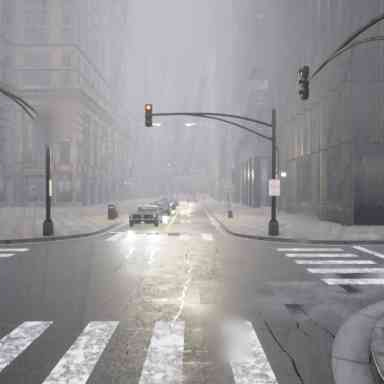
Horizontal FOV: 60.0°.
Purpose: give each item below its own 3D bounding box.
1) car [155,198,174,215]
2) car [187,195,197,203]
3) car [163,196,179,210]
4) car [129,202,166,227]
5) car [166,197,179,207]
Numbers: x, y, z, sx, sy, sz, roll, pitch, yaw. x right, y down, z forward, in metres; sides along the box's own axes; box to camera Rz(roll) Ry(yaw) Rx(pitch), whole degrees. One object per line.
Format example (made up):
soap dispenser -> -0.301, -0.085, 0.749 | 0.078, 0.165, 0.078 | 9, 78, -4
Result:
car -> -3.115, 1.564, 33.082 | 1.994, 1.385, 4.181 | 0, 0, 0
car -> 0.055, 1.365, 69.613 | 2.097, 1.767, 4.553 | 0, 0, 0
car -> -3.124, 1.354, 43.083 | 2.097, 1.767, 4.553 | 0, 0, 0
car -> -3.114, 1.601, 23.139 | 1.895, 1.301, 4.718 | 0, 0, 0
car -> -3.086, 1.531, 53.125 | 1.812, 1.442, 4.674 | 0, 0, 0
